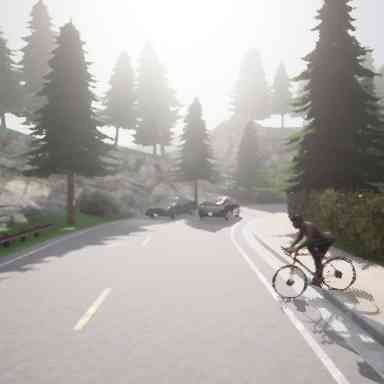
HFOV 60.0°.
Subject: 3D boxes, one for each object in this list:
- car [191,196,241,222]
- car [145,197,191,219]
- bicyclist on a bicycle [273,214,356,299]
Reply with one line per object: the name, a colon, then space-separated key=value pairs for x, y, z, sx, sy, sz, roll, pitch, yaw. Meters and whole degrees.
car: x=1.928 y=1.027 z=21.941 sx=2.128 sy=1.511 sz=4.902 roll=0 pitch=1 yaw=20
car: x=-1.286 y=1.045 z=23.785 sx=2.033 sy=1.411 sz=5.357 roll=1 pitch=1 yaw=23
bicyclist on a bicycle: x=2.311 y=1.225 z=6.475 sx=1.656 sy=1.620 sz=0.582 roll=-9 pitch=1 yaw=0
